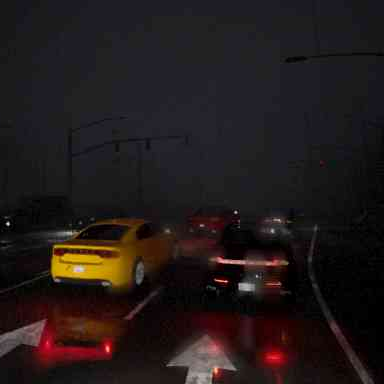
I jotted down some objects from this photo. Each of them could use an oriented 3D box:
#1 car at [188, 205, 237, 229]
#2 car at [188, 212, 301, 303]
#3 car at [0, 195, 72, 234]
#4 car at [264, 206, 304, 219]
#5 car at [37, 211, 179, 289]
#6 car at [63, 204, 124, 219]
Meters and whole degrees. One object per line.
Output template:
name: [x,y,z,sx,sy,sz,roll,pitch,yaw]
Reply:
car: [1.356,1.478,18.416,1.882,1.535,5.008,0,0,21]
car: [1.538,1.491,8.323,2.128,1.511,4.902,0,0,13]
car: [-9.514,1.223,19.985,2.150,2.045,5.566,0,0,21]
car: [4.598,1.505,17.207,1.837,1.490,4.892,0,0,21]
car: [-1.786,1.478,9.369,1.882,1.535,5.008,0,0,14]
car: [-5.547,1.565,20.557,1.994,1.385,4.181,0,0,22]
